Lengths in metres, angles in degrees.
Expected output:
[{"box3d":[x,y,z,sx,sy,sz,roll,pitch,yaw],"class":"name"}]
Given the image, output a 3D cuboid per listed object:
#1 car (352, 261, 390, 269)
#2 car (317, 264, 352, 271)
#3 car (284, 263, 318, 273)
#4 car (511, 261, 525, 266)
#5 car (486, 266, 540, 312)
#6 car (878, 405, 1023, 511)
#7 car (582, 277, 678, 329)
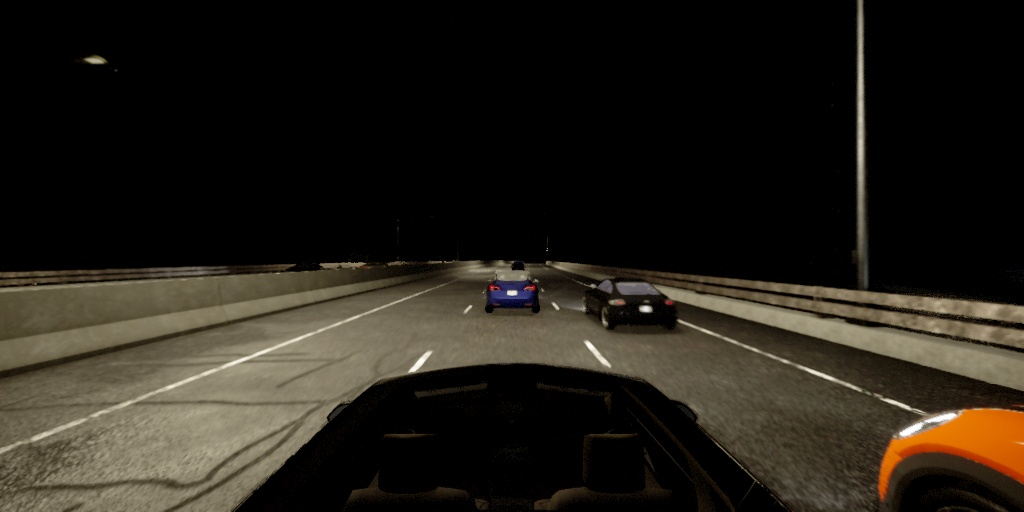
[{"box3d":[-13.671,1.277,35.803,2.097,1.767,4.553,0,0,1],"class":"car"},{"box3d":[-17.158,1.527,36.222,1.895,1.301,4.718,0,0,1],"class":"car"},{"box3d":[-20.669,1.432,35.902,1.837,1.490,4.892,0,-1,1],"class":"car"},{"box3d":[0.839,1.578,51.810,1.812,1.442,4.674,0,0,2],"class":"car"},{"box3d":[0.038,1.322,14.621,2.163,1.488,4.792,0,0,1],"class":"car"},{"box3d":[3.497,1.099,0.467,2.097,1.767,4.553,0,0,0],"class":"car"},{"box3d":[3.525,1.366,11.419,1.994,1.385,4.181,0,0,0],"class":"car"}]
